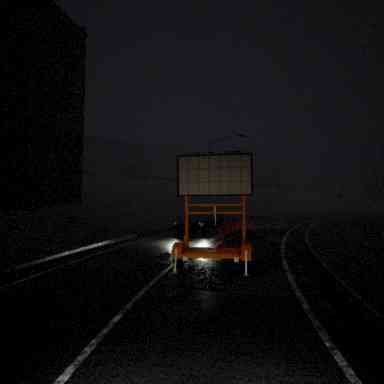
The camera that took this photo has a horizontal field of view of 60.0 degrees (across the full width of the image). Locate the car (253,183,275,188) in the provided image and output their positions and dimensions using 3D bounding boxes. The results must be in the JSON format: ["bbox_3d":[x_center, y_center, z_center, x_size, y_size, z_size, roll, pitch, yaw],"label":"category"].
[{"bbox_3d":[15.078,-1.091,72.596,4.792,1.488,2.163,3,-6,-38],"label":"car"}]

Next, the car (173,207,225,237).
[{"bbox_3d":[0.545,1.705,19.810,1.882,1.535,5.008,-2,-1,21],"label":"car"}]

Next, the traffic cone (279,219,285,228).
[{"bbox_3d":[6.082,2.130,22.519,0.340,0.580,0.340,-2,-1,17],"label":"traffic cone"}]

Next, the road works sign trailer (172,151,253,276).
[{"bbox_3d":[0.756,0.525,10.653,2.380,3.560,2.880,-1,-1,12],"label":"road works sign trailer"}]

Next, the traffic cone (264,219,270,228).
[{"bbox_3d":[5.126,2.159,22.802,0.340,0.580,0.340,-2,-1,17],"label":"traffic cone"}]

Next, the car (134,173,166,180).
[{"bbox_3d":[-7.545,-2.347,56.391,4.892,1.521,2.231,2,-5,-33],"label":"car"}]

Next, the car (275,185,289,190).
[{"bbox_3d":[19.350,-0.811,76.081,4.674,1.452,2.002,4,-6,-39],"label":"car"}]

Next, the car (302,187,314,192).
[{"bbox_3d":[27.671,-0.391,83.351,4.553,1.767,2.185,4,-6,-42],"label":"car"}]

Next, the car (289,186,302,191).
[{"bbox_3d":[23.471,-0.576,79.596,4.892,1.521,2.231,4,-6,-40],"label":"car"}]

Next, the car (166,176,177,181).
[{"bbox_3d":[-2.932,-2.136,59.416,4.892,1.521,2.231,3,-5,-33],"label":"car"}]

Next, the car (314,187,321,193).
[{"bbox_3d":[31.785,-0.178,87.162,5.566,2.045,2.435,5,-6,-43],"label":"car"}]

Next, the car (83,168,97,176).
[{"bbox_3d":[-16.697,-2.866,50.417,4.553,1.767,2.185,2,-5,-33],"label":"car"}]
